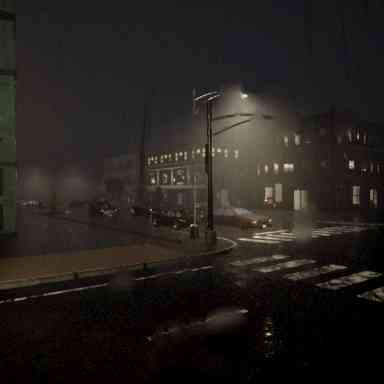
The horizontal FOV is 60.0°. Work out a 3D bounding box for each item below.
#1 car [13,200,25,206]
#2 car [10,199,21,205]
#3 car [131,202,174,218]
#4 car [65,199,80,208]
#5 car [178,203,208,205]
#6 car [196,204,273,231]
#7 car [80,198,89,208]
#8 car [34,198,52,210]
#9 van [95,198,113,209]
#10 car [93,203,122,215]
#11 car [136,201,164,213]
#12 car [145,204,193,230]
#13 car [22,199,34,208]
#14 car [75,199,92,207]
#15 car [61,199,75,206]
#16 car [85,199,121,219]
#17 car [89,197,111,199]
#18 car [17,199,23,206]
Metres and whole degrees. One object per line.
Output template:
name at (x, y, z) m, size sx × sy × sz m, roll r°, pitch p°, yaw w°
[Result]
car at (-41.400, 2.548, 79.620) m, size 2.008 × 1.369 × 4.403 m, roll -1°, pitch 0°, yaw -36°
car at (-44.618, 2.598, 84.122) m, size 1.887 × 1.381 × 4.507 m, roll -1°, pitch 0°, yaw -36°
car at (-4.173, 1.816, 32.010) m, size 2.128 × 1.511 × 4.902 m, roll -1°, pitch 0°, yaw -35°
car at (-21.429, 2.230, 61.653) m, size 1.994 × 1.385 × 4.181 m, roll -1°, pitch 0°, yaw -36°
car at (0.823, 1.810, 34.961) m, size 2.008 × 1.369 × 4.403 m, roll -2°, pitch 0°, yaw -36°
car at (2.801, 1.733, 22.362) m, size 2.033 × 1.411 × 5.357 m, roll -1°, pitch 0°, yaw -37°
car at (-18.495, 1.940, 61.979) m, size 2.192 × 1.841 × 5.009 m, roll -1°, pitch 0°, yaw -36°
car at (-25.207, 2.233, 56.966) m, size 1.752 × 1.417 × 4.829 m, roll -1°, pitch 0°, yaw -36°
van at (-15.275, 1.907, 57.476) m, size 1.690 × 1.788 × 3.998 m, roll -1°, pitch 0°, yaw -36°
car at (-10.447, 2.046, 40.800) m, size 1.895 × 1.301 × 4.718 m, roll -1°, pitch 0°, yaw -35°
car at (-5.613, 1.966, 43.967) m, size 1.802 × 1.307 × 4.206 m, roll -2°, pitch 0°, yaw -36°
car at (-1.242, 1.815, 23.229) m, size 1.947 × 1.339 × 4.313 m, roll -2°, pitch 0°, yaw -36°
car at (-31.744, 2.376, 66.111) m, size 2.008 × 1.369 × 4.403 m, roll -1°, pitch 0°, yaw -36°
car at (-21.708, 2.228, 66.482) m, size 1.887 × 1.381 × 4.507 m, roll -1°, pitch 0°, yaw -36°
car at (-28.145, 2.364, 75.489) m, size 1.947 × 1.339 × 4.313 m, roll -1°, pitch 0°, yaw -36°
car at (-9.215, 1.847, 34.589) m, size 1.967 × 1.590 × 4.097 m, roll -1°, pitch 0°, yaw -36°
car at (-13.702, 2.001, 50.840) m, size 1.882 × 1.535 × 5.008 m, roll -1°, pitch 0°, yaw -36°
car at (-38.183, 2.380, 75.116) m, size 1.967 × 1.590 × 4.097 m, roll -1°, pitch 0°, yaw -36°
